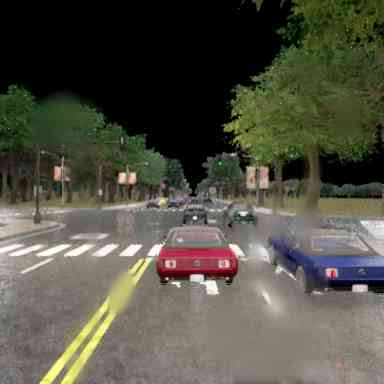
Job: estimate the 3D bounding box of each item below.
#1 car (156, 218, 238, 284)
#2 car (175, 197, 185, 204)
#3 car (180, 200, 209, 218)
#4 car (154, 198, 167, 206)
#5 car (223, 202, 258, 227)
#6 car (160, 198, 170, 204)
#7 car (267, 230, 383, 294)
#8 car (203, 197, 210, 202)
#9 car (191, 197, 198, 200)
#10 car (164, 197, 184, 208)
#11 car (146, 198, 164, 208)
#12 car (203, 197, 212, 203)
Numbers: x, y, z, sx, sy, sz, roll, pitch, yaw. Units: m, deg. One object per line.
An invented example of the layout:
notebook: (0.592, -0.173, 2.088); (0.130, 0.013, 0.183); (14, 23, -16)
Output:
car: (0.084, 1.659, 9.714); (1.895, 1.301, 4.718); (0, 0, -1)
car: (-2.629, 1.925, 74.186); (1.882, 1.535, 5.008); (0, 0, 1)
car: (0.261, 1.682, 27.296); (1.837, 1.490, 4.892); (0, 0, 1)
car: (-5.974, 1.859, 63.556); (1.882, 1.535, 5.008); (0, 0, 1)
car: (3.479, 1.533, 24.441); (2.097, 1.767, 4.553); (0, 0, 1)
car: (-5.881, 1.968, 73.820); (1.812, 1.442, 4.674); (0, 0, 1)
car: (3.375, 1.655, 8.872); (1.895, 1.301, 4.718); (0, 0, 0)
car: (4.051, 2.151, 94.119); (1.994, 1.385, 4.181); (0, 0, 1)
car: (0.800, 2.192, 94.095); (1.895, 1.301, 4.718); (0, 0, 1)
car: (-2.854, 1.869, 53.544); (2.033, 1.411, 5.357); (0, 0, 1)
car: (-6.098, 1.868, 53.664); (2.033, 1.411, 5.357); (0, 0, 1)
car: (3.959, 2.017, 84.033); (1.837, 1.490, 4.892); (0, 0, 1)
